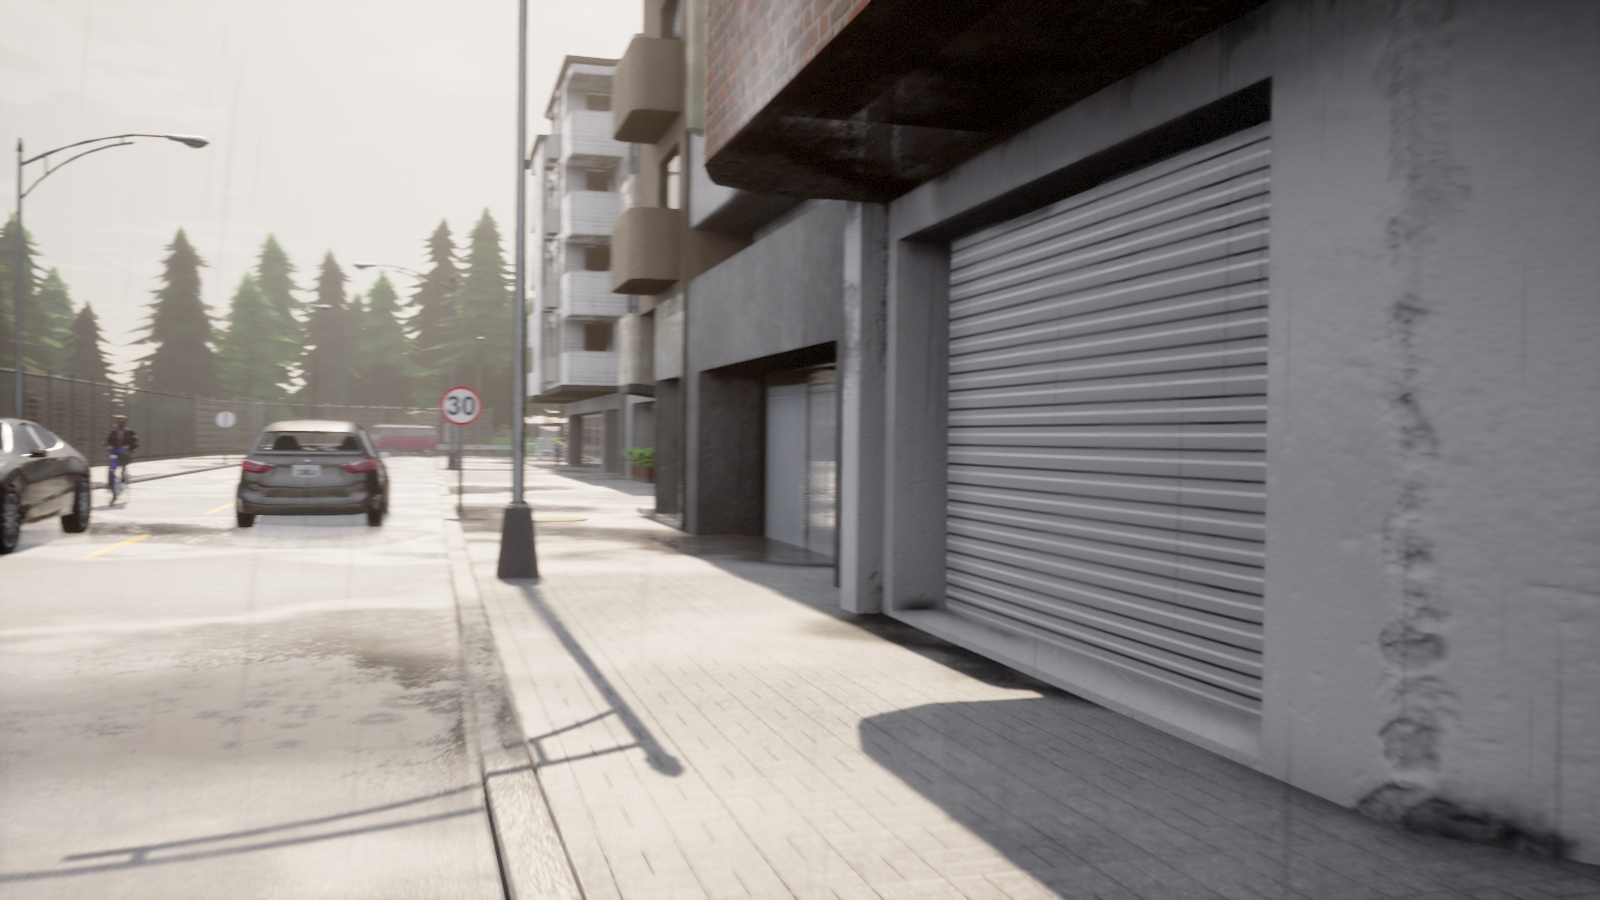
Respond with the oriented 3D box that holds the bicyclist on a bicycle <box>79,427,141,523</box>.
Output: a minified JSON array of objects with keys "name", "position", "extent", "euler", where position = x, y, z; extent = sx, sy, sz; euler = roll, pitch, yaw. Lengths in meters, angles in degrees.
[{"name":"bicyclist on a bicycle","position":[-13.225,0.453,24.128],"extent":[0.659,1.776,1.843],"euler":[-1,0,-17]}]

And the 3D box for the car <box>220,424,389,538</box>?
[{"name":"car","position":[-8.106,0.426,20.977],"extent":[2.242,1.667,4.611],"euler":[-1,1,-17]}]

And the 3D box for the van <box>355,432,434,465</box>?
[{"name":"van","position":[-25.258,-0.110,78.407],"extent":[1.775,1.987,4.442],"euler":[0,1,39]}]

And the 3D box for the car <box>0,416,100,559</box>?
[{"name":"car","position":[-10.836,0.423,16.158],"extent":[2.152,1.651,5.027],"euler":[-1,1,-17]}]
